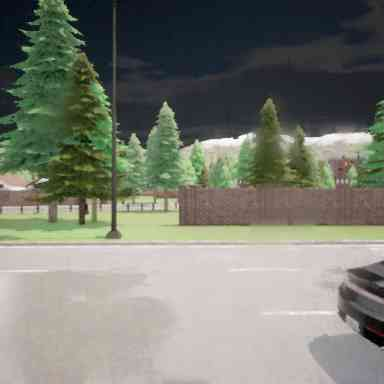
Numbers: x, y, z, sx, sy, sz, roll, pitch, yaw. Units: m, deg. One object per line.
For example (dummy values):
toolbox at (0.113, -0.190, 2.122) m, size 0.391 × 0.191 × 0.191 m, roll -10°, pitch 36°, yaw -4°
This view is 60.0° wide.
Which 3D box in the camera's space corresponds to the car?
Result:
car at (4.521, 1.507, 4.453) m, size 4.902 × 1.511 × 2.128 m, roll 0°, pitch 0°, yaw -2°
